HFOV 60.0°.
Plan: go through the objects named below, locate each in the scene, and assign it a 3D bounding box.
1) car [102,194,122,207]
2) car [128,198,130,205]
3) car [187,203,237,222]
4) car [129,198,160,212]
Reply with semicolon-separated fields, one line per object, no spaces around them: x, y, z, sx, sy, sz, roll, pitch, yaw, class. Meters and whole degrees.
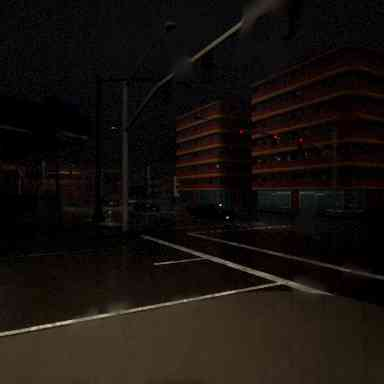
-12.185;1.502;50.106;1.837;1.490;4.892;0;0;-30;car
-10.840;1.600;55.076;1.895;1.301;4.718;0;0;-31;car
1.543;1.600;26.803;1.895;1.301;4.718;0;0;-31;car
-5.304;1.525;38.420;1.812;1.442;4.674;0;0;-31;car
